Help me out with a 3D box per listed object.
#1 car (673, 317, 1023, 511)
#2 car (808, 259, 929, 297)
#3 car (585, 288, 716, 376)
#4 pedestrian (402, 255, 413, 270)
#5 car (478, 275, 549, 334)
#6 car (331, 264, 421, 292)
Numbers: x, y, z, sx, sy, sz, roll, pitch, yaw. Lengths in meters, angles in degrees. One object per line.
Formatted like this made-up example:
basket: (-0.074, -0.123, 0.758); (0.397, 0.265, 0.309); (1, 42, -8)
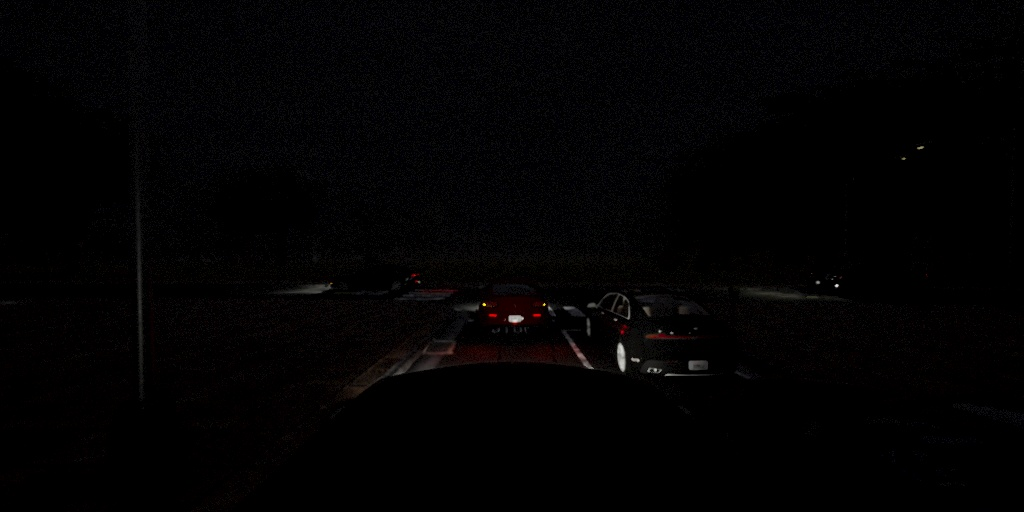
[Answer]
car: (2.636, 1.332, 1.709); (1.802, 1.307, 4.207); (0, 0, 0)
car: (20.287, 1.183, 20.515); (5.566, 2.045, 2.150); (1, 1, 0)
car: (2.643, 1.311, 7.241); (2.007, 1.370, 4.403); (0, 0, 0)
pedestrian: (-6.855, 0.804, 23.435); (0.375, 1.860, 0.375); (0, 1, 0)
car: (-0.017, 1.293, 10.639); (1.812, 1.442, 4.674); (0, 0, -2)
car: (-7.747, 1.219, 20.536); (4.892, 1.490, 1.837); (0, 1, 0)
